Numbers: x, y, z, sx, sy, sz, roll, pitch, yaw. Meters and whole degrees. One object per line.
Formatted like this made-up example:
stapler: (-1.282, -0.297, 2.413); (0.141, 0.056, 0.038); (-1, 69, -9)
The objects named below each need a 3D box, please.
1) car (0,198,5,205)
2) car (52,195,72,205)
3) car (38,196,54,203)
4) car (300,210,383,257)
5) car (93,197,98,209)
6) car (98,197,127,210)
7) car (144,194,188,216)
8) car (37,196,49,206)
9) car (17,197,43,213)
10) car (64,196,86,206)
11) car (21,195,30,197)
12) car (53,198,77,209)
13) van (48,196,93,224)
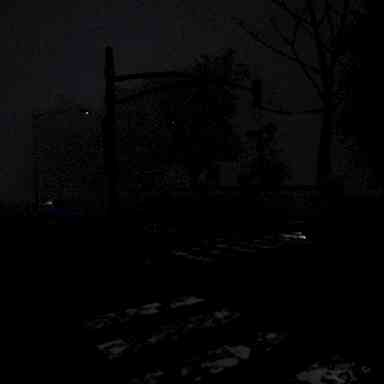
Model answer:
car: (-35.648, 1.724, 61.102); (1.947, 1.339, 4.313); (-2, 1, -36)
car: (-22.448, 1.349, 57.399); (1.882, 1.535, 5.008); (-2, 1, -36)
car: (-28.877, 1.461, 65.676); (1.887, 1.381, 4.507); (-2, 1, -36)
car: (6.019, 1.343, 12.009); (2.033, 1.411, 5.357); (-1, 0, -11)
car: (-12.376, 1.348, 43.106); (1.752, 1.417, 4.829); (-2, 1, -36)
car: (-8.954, 1.386, 38.429); (1.802, 1.307, 4.206); (-2, 1, -36)
car: (-2.321, 1.083, 29.342); (2.192, 1.841, 5.009); (-2, 1, -36)
car: (-23.031, 1.455, 53.092); (1.837, 1.490, 4.892); (-2, 1, -36)
car: (-19.042, 1.615, 38.388); (2.008, 1.369, 4.403); (-2, 1, -36)
car: (-18.311, 1.351, 51.752); (1.837, 1.490, 4.892); (-2, 1, -36)
car: (-38.807, 1.518, 79.367); (1.887, 1.381, 4.507); (-2, 1, -36)
car: (-17.521, 1.518, 45.645); (1.895, 1.301, 4.718); (-2, 1, -36)
van: (-9.083, 1.352, 24.756); (1.690, 1.788, 3.998); (-2, 1, -36)
